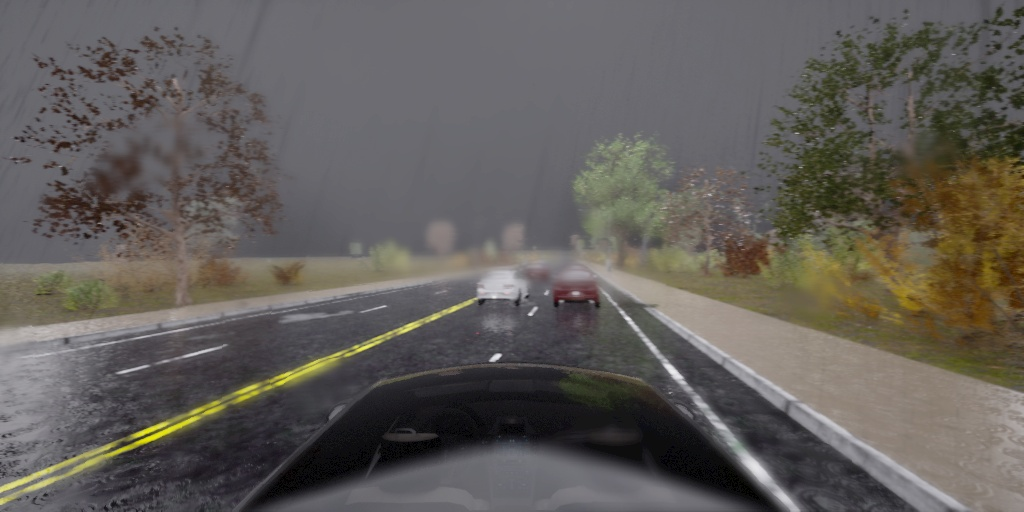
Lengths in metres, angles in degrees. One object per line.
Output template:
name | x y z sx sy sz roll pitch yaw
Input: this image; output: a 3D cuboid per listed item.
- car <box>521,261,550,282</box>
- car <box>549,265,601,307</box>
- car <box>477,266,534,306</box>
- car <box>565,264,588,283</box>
car | 2.335 1.445 31.506 1.882 1.535 5.008 -1 0 10
car | 2.913 1.319 16.180 1.882 1.535 5.008 -1 0 10
car | -0.302 1.403 16.663 1.812 1.442 4.674 -1 0 10
car | 5.517 1.457 30.843 1.812 1.442 4.674 -1 0 10
